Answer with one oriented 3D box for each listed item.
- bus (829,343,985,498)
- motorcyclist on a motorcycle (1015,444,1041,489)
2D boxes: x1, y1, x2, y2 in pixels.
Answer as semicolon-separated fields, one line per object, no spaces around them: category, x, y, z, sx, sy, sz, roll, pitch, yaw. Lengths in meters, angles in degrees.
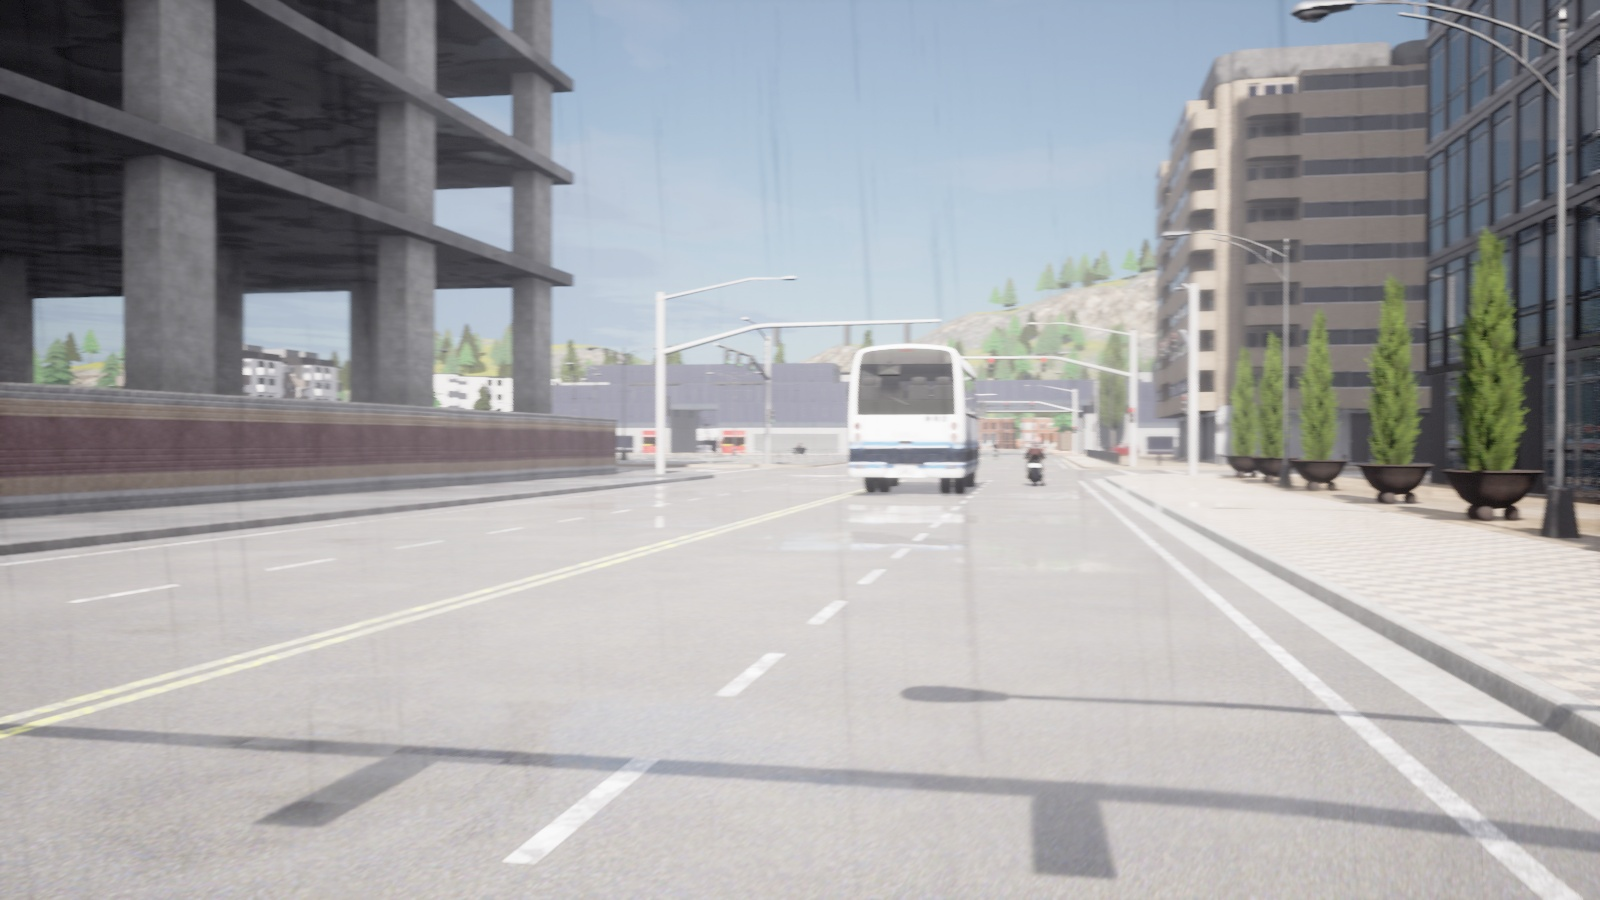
bus;3.687;-0.848;39.912;3.944;4.253;10.273;0;0;10
motorcyclist on a motorcycle;7.968;0.553;43.903;0.866;1.530;2.191;0;0;10
